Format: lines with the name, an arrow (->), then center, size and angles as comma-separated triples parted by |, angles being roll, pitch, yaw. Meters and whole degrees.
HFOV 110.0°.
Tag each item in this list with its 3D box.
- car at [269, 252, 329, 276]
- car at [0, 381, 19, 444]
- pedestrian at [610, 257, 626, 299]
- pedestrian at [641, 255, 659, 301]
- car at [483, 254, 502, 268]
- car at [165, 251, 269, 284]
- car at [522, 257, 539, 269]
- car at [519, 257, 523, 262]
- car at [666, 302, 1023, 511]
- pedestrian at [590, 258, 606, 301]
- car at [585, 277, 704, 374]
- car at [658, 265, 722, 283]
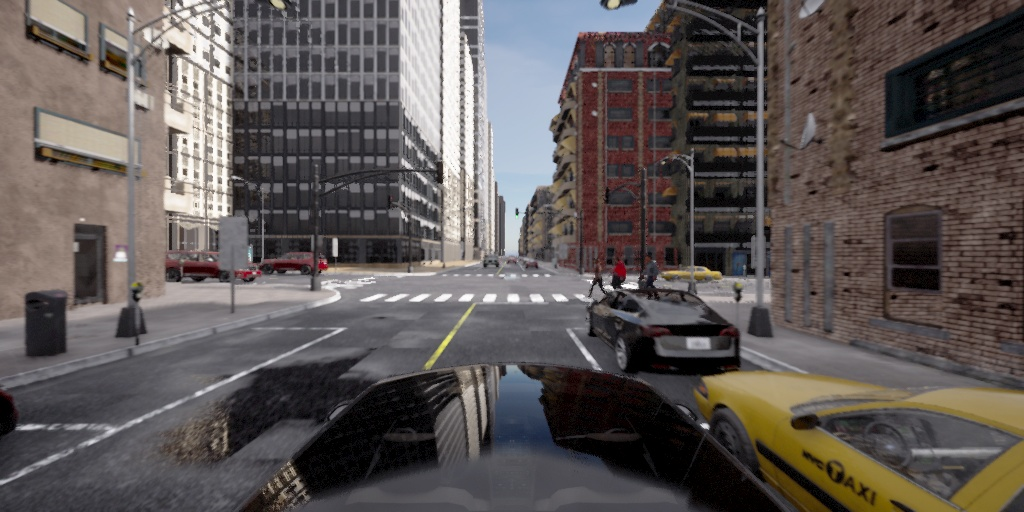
car -> -17.720, 0.616, 29.293 | 5.009, 1.841, 2.192 | 0, 0, -1
car -> -5.691, 1.191, 1.571 | 1.967, 1.591, 4.097 | 0, 0, 0
pedestrian -> 4.366, 0.851, 14.712 | 0.375, 1.860, 0.375 | 0, 0, 0
pedestrian -> 5.399, 0.821, 14.012 | 0.375, 1.860, 0.375 | 0, 0, 0
car -> -3.072, 0.686, 52.973 | 2.150, 2.045, 5.566 | 0, 0, 1
car -> -17.583, 0.646, 20.914 | 5.009, 1.841, 2.192 | 0, 0, -1
car -> 2.724, 1.066, 49.281 | 1.802, 1.307, 4.207 | 0, 0, 0
car -> 2.669, 0.967, 62.198 | 2.007, 1.370, 4.403 | 0, 0, 0
car -> 2.690, 1.276, 1.746 | 1.751, 1.417, 4.829 | 0, 0, 0
pedestrian -> 3.676, 0.965, 15.313 | 0.375, 1.860, 0.375 | 0, 0, 0
car -> 2.687, 1.284, 7.258 | 1.948, 1.339, 4.313 | 0, 0, 0
car -> 14.620, 1.426, 29.590 | 4.829, 1.417, 1.751 | 0, 0, -1
